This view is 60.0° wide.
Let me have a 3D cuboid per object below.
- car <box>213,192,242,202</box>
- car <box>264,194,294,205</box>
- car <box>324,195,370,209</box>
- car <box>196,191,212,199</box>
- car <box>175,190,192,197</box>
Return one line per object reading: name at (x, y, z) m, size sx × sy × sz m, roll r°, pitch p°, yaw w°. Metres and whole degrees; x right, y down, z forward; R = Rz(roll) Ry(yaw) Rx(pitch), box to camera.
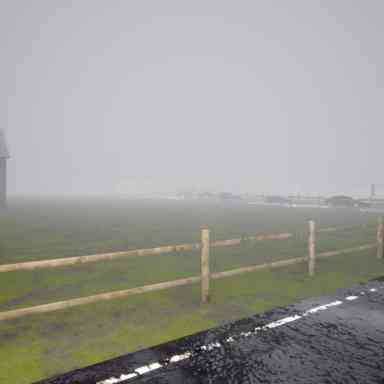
car at (6.097, 0.751, 54.376) m, size 1.882 × 1.535 × 5.008 m, roll 0°, pitch 1°, yaw -35°
car at (11.996, 1.020, 46.127) m, size 1.994 × 1.385 × 4.181 m, roll 0°, pitch 1°, yaw -34°
car at (17.717, 1.112, 38.098) m, size 1.882 × 1.535 × 5.008 m, roll 0°, pitch 1°, yaw -36°
car at (2.653, 0.597, 65.423) m, size 1.837 × 1.490 × 4.892 m, roll 0°, pitch 1°, yaw -35°
car at (-1.916, 0.362, 71.761) m, size 1.837 × 1.490 × 4.892 m, roll 0°, pitch 1°, yaw -36°
